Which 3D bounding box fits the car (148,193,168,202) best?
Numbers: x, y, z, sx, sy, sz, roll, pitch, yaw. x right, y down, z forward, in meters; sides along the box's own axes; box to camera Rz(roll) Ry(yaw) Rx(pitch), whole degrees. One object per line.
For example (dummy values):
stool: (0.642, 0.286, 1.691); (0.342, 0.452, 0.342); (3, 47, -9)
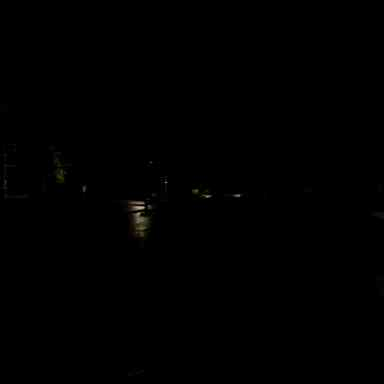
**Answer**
car: (-6.045, 0.879, 59.079); (2.128, 1.511, 4.902); (-1, 1, -35)
